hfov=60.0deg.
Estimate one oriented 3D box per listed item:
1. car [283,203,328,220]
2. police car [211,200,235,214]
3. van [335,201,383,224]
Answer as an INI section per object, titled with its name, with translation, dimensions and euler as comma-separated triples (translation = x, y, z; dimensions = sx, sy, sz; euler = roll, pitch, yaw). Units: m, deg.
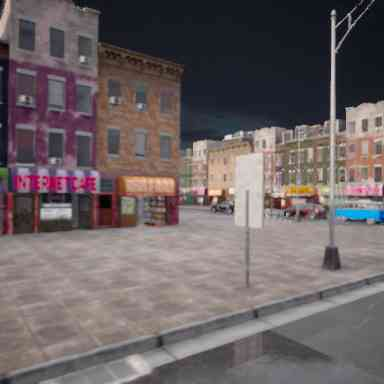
[car]
translation = 10.817, 1.798, 32.114
dimensions = 1.967, 1.590, 4.097
euler = 1, -1, -36
[police car]
translation = 4.368, 1.818, 41.264
dimensions = 1.930, 1.638, 5.238
euler = 1, -1, -36
[van]
translation = 14.017, 1.684, 27.672
dimensions = 1.690, 1.788, 3.998
euler = 1, -1, -36
